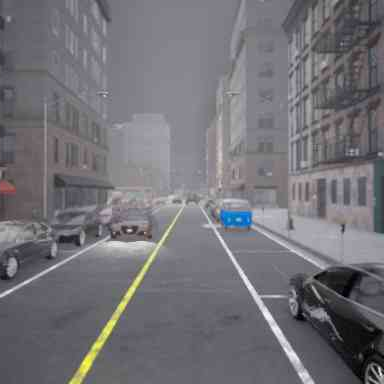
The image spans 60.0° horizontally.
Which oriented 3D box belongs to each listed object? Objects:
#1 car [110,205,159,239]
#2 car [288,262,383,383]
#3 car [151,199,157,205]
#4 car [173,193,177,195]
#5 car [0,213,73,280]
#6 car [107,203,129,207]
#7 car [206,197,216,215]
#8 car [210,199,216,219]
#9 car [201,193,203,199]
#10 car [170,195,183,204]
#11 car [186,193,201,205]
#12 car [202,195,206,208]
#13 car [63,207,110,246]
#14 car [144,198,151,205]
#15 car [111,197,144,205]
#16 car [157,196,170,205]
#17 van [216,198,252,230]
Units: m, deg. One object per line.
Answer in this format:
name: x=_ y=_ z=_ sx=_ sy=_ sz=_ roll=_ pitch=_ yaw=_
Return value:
car: x=-2.854 y=1.563 z=17.187 sx=1.994 sy=1.385 sz=4.181 roll=0 pitch=0 yaw=0
car: x=2.638 y=1.566 z=4.400 sx=1.947 sy=1.339 sz=4.313 roll=0 pitch=0 yaw=0
car: x=-5.393 y=1.439 z=36.855 sx=1.967 sy=1.590 sz=4.097 roll=0 pitch=0 yaw=0
car: x=-5.400 y=1.529 z=85.168 sx=1.752 sy=1.417 sz=4.829 roll=0 pitch=0 yaw=0
car: x=-5.388 y=1.551 z=9.808 sx=2.008 sy=1.369 sz=4.403 roll=0 pitch=0 yaw=0
car: x=-5.390 y=1.581 z=20.627 sx=1.802 sy=1.307 sz=4.206 roll=0 pitch=0 yaw=0
car: x=2.633 y=1.439 z=31.447 sx=1.967 sy=1.590 sz=4.097 roll=0 pitch=0 yaw=0
car: x=2.634 y=1.524 z=26.207 sx=1.752 sy=1.417 sz=4.829 roll=0 pitch=0 yaw=0
car: x=0.370 y=1.403 z=76.272 sx=1.837 sy=1.490 sz=4.892 roll=0 pitch=0 yaw=-28
car: x=-2.759 y=1.644 z=61.931 sx=1.895 sy=1.301 sz=4.718 roll=0 pitch=0 yaw=0
car: x=0.058 y=1.224 z=61.228 sx=2.150 sy=2.045 sz=5.566 roll=0 pitch=0 yaw=2
car: x=2.743 y=1.505 z=46.369 sx=1.837 sy=1.490 sz=4.892 roll=0 pitch=0 yaw=0
car: x=-5.389 y=1.565 z=15.217 sx=1.947 sy=1.339 sz=4.313 roll=0 pitch=0 yaw=0
car: x=-5.392 y=1.439 z=31.446 sx=1.967 sy=1.590 sz=4.097 roll=0 pitch=0 yaw=0
car: x=-5.391 y=1.314 z=26.036 sx=2.192 sy=1.841 sz=5.009 roll=0 pitch=0 yaw=0
car: x=-5.396 y=1.551 z=58.492 sx=2.008 sy=1.369 sz=4.403 roll=0 pitch=0 yaw=0
van: x=2.635 y=1.340 z=20.628 sx=1.690 sy=1.788 sz=3.998 roll=0 pitch=0 yaw=0
